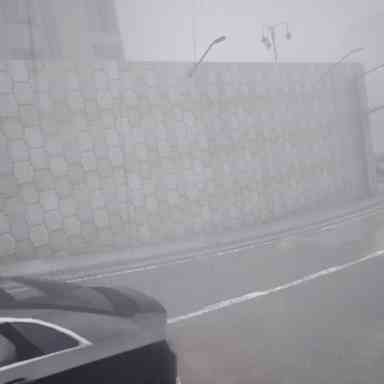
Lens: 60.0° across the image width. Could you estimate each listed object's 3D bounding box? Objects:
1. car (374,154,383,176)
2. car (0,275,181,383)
[{"bbox_3d":[16.211,-2.445,31.049,2.097,1.767,4.553,-15,9,-34],"label":"car"},{"bbox_3d":[-2.392,1.498,2.288,4.902,1.511,2.128,0,0,-35],"label":"car"}]
